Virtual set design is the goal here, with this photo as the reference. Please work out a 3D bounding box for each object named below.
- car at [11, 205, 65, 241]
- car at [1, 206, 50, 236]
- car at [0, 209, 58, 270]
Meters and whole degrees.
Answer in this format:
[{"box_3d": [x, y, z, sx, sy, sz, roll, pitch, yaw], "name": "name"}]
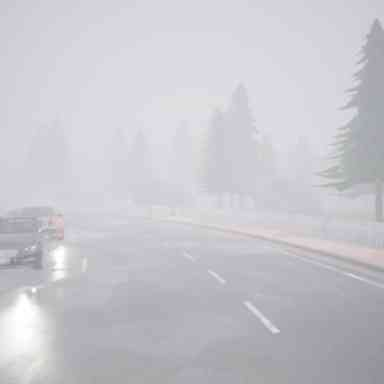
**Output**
[{"box_3d": [-7.725, 1.469, 16.593, 2.097, 1.767, 4.553, -1, 0, -29], "name": "car"}, {"box_3d": [-10.484, 1.702, 20.725, 2.033, 1.411, 5.357, 0, 0, -34], "name": "car"}, {"box_3d": [-5.824, 1.576, 11.093, 2.128, 1.511, 4.902, -1, 0, -19], "name": "car"}]
